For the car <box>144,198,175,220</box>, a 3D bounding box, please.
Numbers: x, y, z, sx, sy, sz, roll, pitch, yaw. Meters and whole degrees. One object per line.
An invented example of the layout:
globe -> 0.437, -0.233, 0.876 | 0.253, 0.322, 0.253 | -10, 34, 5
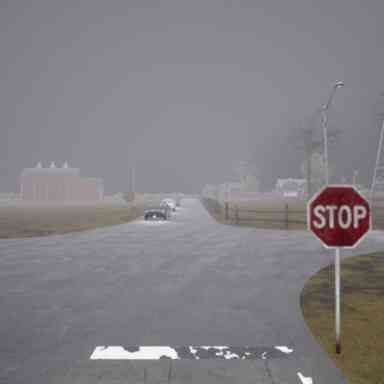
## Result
car -> -2.900, 1.558, 28.847 | 2.033, 1.411, 5.357 | 0, 0, 1

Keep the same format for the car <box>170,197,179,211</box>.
car -> -2.867, 1.543, 38.912 | 1.812, 1.442, 4.674 | 0, 0, 0
